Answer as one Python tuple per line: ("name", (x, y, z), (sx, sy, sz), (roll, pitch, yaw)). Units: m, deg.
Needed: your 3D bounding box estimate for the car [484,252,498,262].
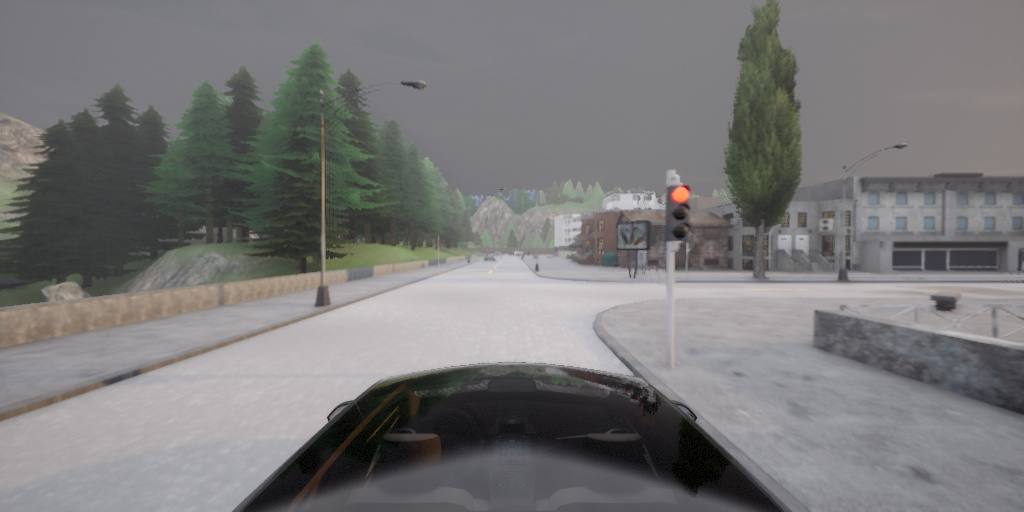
("car", (-4.000, 0.378, 64.808), (1.895, 1.301, 4.718), (0, 1, 0))
